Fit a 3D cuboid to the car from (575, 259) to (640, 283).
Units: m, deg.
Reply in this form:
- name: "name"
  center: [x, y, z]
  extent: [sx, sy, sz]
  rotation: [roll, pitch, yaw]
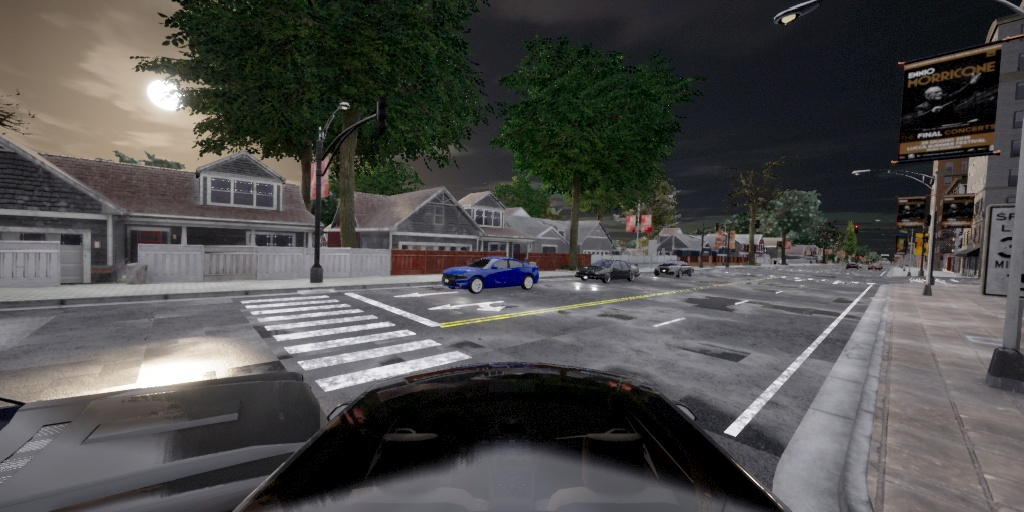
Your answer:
- name: "car"
  center: [6.391, 0.927, 23.425]
  extent: [5.357, 1.411, 2.033]
  rotation: [1, 2, -43]

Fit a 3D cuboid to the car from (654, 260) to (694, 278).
- name: "car"
  center: [13.695, 1.026, 30.233]
  extent: [4.181, 1.385, 1.994]
  rotation: [1, 2, -43]

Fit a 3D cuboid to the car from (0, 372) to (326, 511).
- name: "car"
  center: [-3.317, 1.273, 1.469]
  extent: [4.718, 1.301, 1.895]
  rotation: [1, 2, -33]

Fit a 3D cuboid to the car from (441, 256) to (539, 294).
- name: "car"
  center: [-0.882, 0.778, 16.618]
  extent: [5.008, 1.535, 1.882]
  rotation: [1, 2, -43]
